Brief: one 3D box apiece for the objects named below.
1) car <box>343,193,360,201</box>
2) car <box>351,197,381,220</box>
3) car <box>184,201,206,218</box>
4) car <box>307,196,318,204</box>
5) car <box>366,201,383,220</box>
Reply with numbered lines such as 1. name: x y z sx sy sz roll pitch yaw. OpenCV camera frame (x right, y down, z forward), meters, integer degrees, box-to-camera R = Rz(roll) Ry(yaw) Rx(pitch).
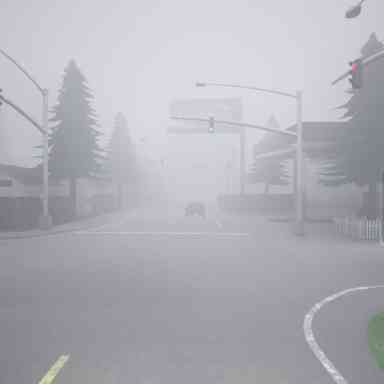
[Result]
1. car: 35.197 1.497 71.609 2.007 1.523 4.514 0 0 0
2. car: 14.468 1.507 24.835 3.866 1.878 1.905 0 0 0
3. car: 0.301 1.600 31.724 1.837 1.490 4.892 1 0 0
4. car: 22.761 1.559 63.868 1.970 1.475 3.806 0 0 0
5. car: 18.818 1.675 30.487 4.611 1.667 2.242 0 0 0
